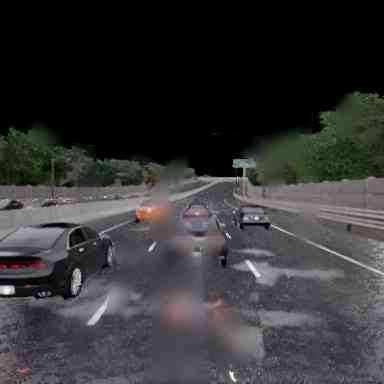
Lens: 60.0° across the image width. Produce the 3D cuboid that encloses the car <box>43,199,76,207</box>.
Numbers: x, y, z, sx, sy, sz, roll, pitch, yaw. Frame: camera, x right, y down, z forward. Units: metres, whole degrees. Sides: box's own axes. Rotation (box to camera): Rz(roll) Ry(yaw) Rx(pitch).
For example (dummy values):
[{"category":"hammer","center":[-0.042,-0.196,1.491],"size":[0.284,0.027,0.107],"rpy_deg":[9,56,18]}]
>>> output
[{"category":"car","center":[-13.523,1.680,35.459],"size":[1.895,1.301,4.718],"rpy_deg":[0,0,2]}]

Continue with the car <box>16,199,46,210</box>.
[{"category":"car","center":[-16.964,1.572,37.116],"size":[2.128,1.511,4.902],"rpy_deg":[0,0,2]}]

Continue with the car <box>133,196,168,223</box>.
[{"category":"car","center":[-3.072,1.417,26.477],"size":[2.097,1.767,4.553],"rpy_deg":[0,0,1]}]

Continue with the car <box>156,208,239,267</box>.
[{"category":"car","center":[0.172,1.519,11.468],"size":[2.128,1.511,4.902],"rpy_deg":[0,0,1]}]

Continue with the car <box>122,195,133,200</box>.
[{"category":"car","center":[-14.912,1.455,77.468],"size":[1.837,1.490,4.892],"rpy_deg":[0,0,4]}]

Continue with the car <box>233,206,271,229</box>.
[{"category":"car","center":[3.819,1.606,21.898],"size":[2.033,1.411,5.357],"rpy_deg":[0,0,1]}]

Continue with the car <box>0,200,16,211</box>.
[{"category":"car","center":[-20.480,1.602,36.724],"size":[1.812,1.442,4.674],"rpy_deg":[0,0,2]}]

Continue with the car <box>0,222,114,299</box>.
[{"category":"car","center":[-3.362,1.524,8.489],"size":[1.837,1.490,4.892],"rpy_deg":[0,0,1]}]

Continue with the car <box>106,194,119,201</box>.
[{"category":"car","center":[-18.429,1.321,77.315],"size":[2.097,1.767,4.553],"rpy_deg":[0,0,4]}]

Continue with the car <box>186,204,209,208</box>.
[{"category":"car","center":[0.447,1.634,27.180],"size":[1.994,1.385,4.181],"rpy_deg":[0,0,1]}]

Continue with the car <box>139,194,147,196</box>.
[{"category":"car","center":[-11.445,1.331,76.848],"size":[2.097,1.767,4.553],"rpy_deg":[0,0,4]}]
